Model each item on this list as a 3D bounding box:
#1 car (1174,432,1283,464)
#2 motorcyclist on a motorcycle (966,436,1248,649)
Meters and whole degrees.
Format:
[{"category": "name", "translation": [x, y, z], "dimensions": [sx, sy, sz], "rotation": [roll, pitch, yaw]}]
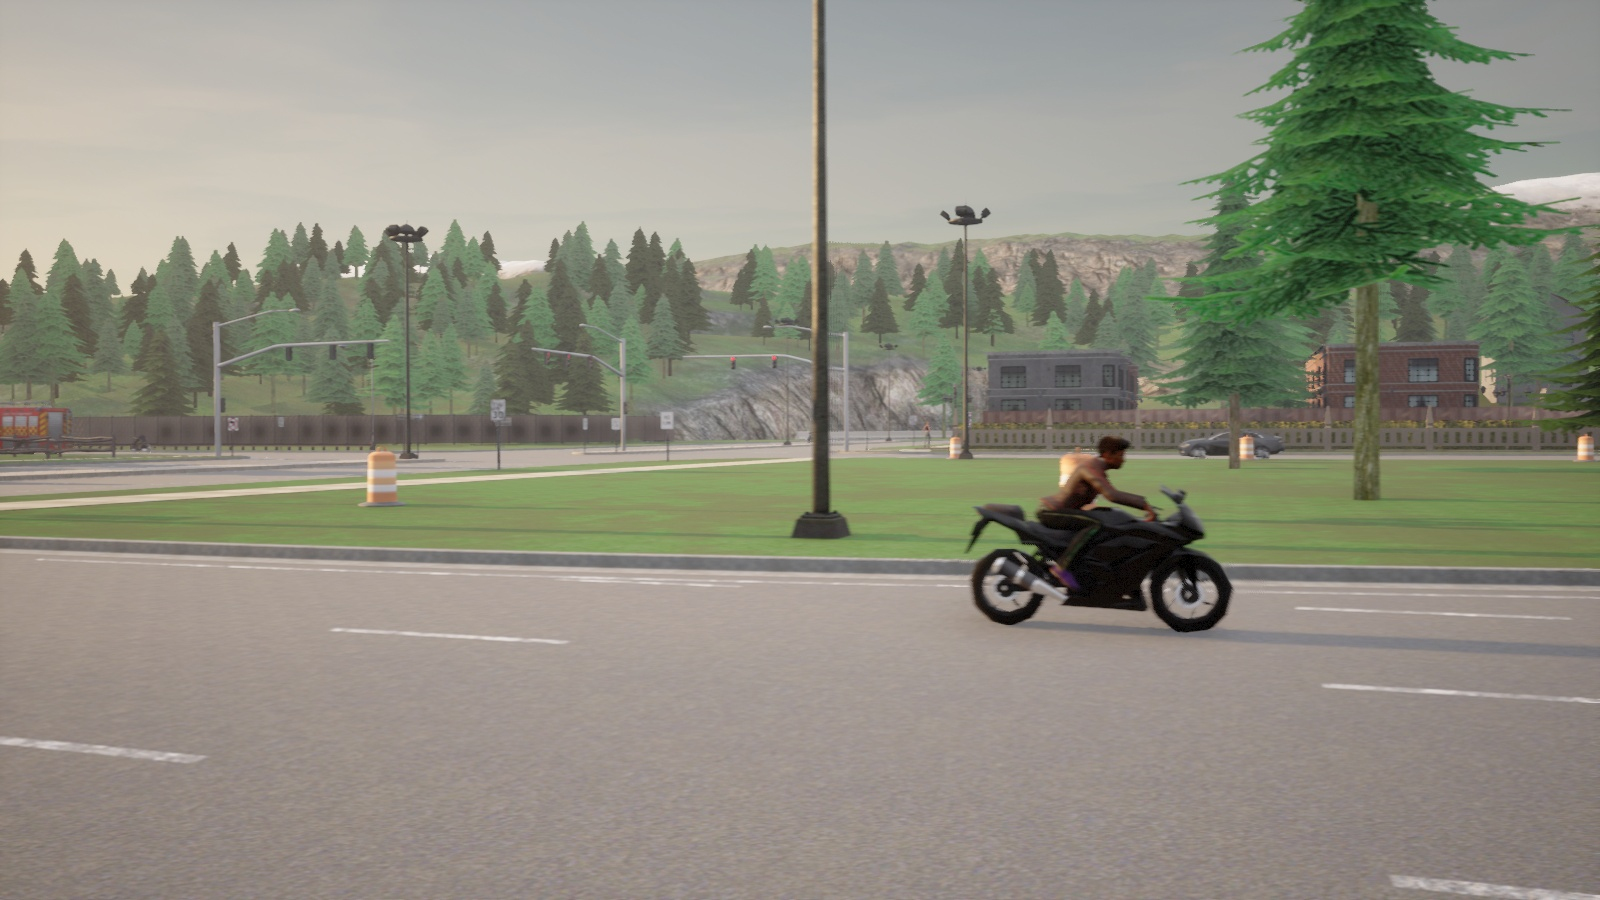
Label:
[{"category": "car", "translation": [20.781, -0.116, 61.017], "dimensions": [4.902, 1.511, 2.128], "rotation": [1, 1, 18]}, {"category": "motorcyclist on a motorcycle", "translation": [2.387, 0.661, 9.775], "dimensions": [2.044, 1.523, 0.797], "rotation": [0, 1, 19]}]
